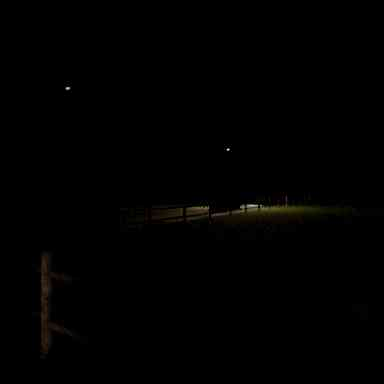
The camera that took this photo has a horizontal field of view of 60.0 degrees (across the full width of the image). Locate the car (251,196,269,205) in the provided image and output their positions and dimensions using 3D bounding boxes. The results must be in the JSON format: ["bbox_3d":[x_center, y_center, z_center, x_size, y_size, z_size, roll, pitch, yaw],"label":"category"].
[{"bbox_3d":[10.881,1.317,52.766,1.994,1.385,4.181,0,0,31],"label":"car"}]

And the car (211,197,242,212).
[{"bbox_3d":[3.703,1.298,35.229,1.882,1.535,5.008,0,0,31],"label":"car"}]
